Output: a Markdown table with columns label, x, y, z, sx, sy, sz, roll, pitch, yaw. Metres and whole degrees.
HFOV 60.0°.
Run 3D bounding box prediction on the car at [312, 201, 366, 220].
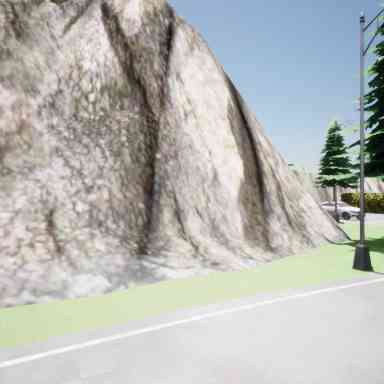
| label | x | y | z | sx | sy | sz | roll | pitch | yaw |
| --- | --- | --- | --- | --- | --- | --- | --- | --- | --- |
| car | 12.314 | 1.526 | 28.216 | 1.812 | 1.442 | 4.674 | 0 | 0 | -26 |
